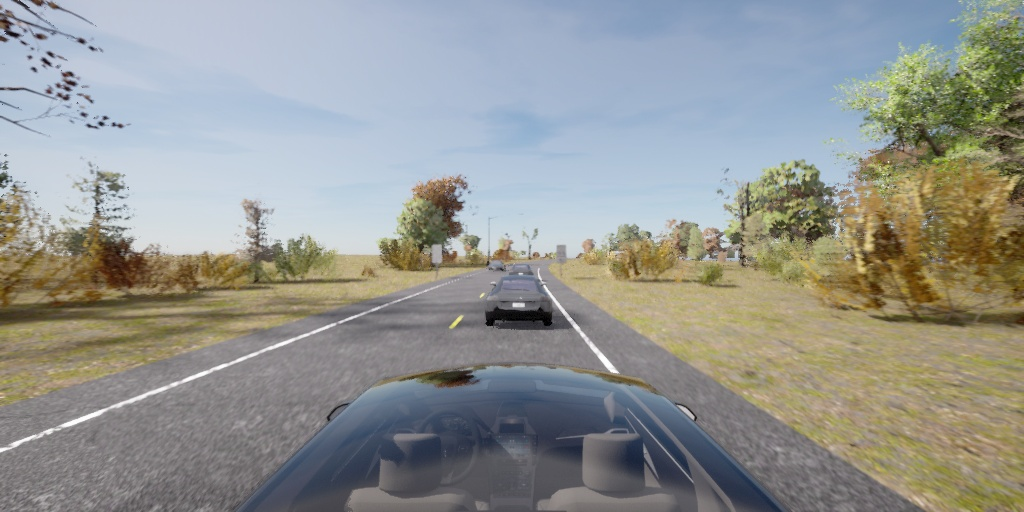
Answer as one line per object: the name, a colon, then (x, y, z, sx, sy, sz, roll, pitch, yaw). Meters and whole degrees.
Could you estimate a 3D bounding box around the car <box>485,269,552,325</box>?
car: (0.215, 1.316, 11.856, 1.994, 1.385, 4.181, 0, 0, 1)

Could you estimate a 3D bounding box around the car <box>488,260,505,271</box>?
car: (-1.953, 1.275, 46.242, 1.812, 1.442, 4.674, 0, 0, 4)

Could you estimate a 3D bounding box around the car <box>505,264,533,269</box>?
car: (0.761, 1.317, 29.398, 1.994, 1.385, 4.181, 0, 0, 3)
